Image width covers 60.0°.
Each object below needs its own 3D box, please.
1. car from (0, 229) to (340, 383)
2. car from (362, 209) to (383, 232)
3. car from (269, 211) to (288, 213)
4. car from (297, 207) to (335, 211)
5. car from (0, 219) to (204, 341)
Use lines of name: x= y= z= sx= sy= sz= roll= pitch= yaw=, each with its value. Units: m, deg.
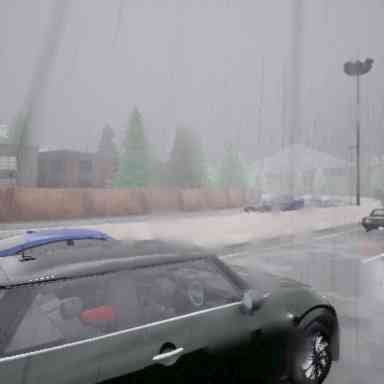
car: x=-0.336 y=1.350 z=3.761 sx=4.553 sy=1.767 sz=2.097 roll=0 pitch=0 yaw=-36
car: x=11.263 y=1.569 z=18.753 sx=1.895 sy=1.301 sz=4.718 roll=0 pitch=0 yaw=43
car: x=9.499 y=1.179 z=33.193 sx=2.150 sy=2.045 sz=5.566 roll=0 pitch=0 yaw=37
car: x=11.833 y=1.504 z=30.454 sx=2.033 sy=1.411 sz=5.357 roll=0 pitch=0 yaw=38
car: x=-2.304 y=1.475 z=6.612 sx=5.008 sy=1.535 sz=1.882 roll=0 pitch=0 yaw=-36
